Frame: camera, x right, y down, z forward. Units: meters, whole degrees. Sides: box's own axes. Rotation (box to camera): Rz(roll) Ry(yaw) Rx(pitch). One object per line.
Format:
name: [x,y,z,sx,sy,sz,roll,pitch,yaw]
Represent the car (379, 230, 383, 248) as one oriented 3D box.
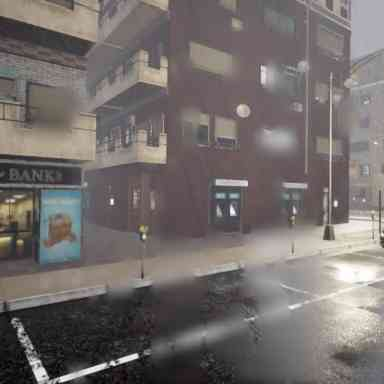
car: [9.106,1.554,13.147,4.403,1.369,2.008,0,1,-35]
